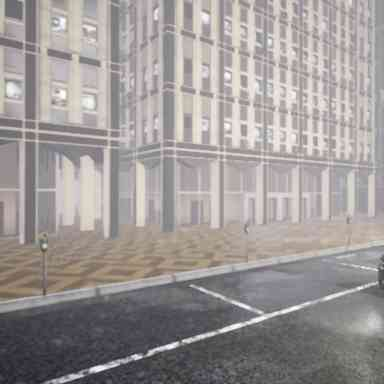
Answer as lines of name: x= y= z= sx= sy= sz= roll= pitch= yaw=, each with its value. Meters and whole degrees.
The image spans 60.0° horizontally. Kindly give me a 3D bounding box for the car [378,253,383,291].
car: x=6.339 y=1.543 z=7.896 sx=5.008 sy=1.535 sz=1.882 roll=0 pitch=0 yaw=-35
